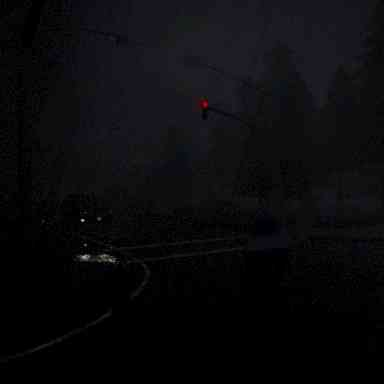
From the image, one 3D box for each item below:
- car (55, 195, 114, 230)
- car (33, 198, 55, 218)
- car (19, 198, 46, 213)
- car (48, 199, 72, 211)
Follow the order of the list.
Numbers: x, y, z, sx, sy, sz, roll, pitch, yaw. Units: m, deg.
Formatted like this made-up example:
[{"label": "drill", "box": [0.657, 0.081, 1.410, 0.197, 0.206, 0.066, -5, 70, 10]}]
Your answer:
[{"label": "car", "box": [-7.036, 1.223, 21.886, 2.150, 2.045, 5.566, 0, 0, -35]}, {"label": "car", "box": [-12.828, 1.483, 30.245, 1.882, 1.535, 5.008, 0, 0, -35]}, {"label": "car", "box": [-18.675, 1.501, 38.747, 2.128, 1.511, 4.902, 0, 0, -34]}, {"label": "car", "box": [-16.936, 1.578, 42.637, 1.994, 1.385, 4.181, 0, 0, -35]}]
